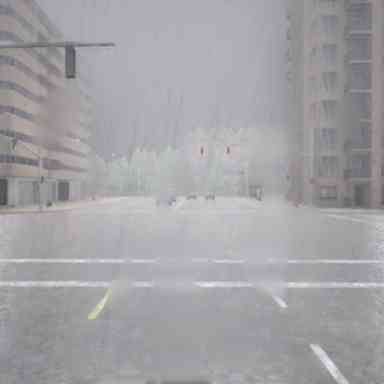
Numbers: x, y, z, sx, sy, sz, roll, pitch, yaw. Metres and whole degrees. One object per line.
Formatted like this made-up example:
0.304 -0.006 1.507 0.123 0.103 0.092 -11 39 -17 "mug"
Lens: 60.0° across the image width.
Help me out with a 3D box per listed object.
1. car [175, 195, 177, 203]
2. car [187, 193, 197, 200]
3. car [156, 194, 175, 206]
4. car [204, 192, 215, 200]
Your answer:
-3.565 1.003 54.480 1.994 1.385 4.181 0 1 0 "car"
-0.007 0.858 65.033 1.812 1.442 4.674 0 1 0 "car"
-3.573 1.076 43.727 1.812 1.442 4.674 0 1 0 "car"
3.493 0.839 65.033 1.837 1.490 4.892 0 1 0 "car"
